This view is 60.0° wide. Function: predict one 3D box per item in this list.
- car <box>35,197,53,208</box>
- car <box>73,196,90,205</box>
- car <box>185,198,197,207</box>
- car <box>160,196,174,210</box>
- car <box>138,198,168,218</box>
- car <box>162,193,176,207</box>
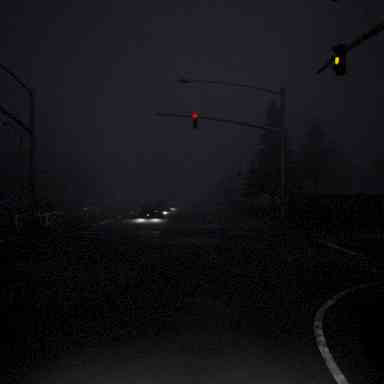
[{"bbox_3d":[-20.631,1.384,45.590,1.970,1.475,3.806,0,0,0],"label":"car"},{"bbox_3d":[-17.597,1.374,52.990,1.845,1.501,3.633,0,0,0],"label":"car"},{"bbox_3d":[-0.137,1.601,51.214,1.895,1.301,4.718,0,0,0],"label":"car"},{"bbox_3d":[-3.703,1.547,40.666,2.033,1.411,5.357,0,0,0],"label":"car"},{"bbox_3d":[-3.682,1.547,30.561,2.033,1.411,5.357,0,0,0],"label":"car"},{"bbox_3d":[-3.678,1.221,51.019,2.150,2.045,5.566,0,0,-2],"label":"car"}]
